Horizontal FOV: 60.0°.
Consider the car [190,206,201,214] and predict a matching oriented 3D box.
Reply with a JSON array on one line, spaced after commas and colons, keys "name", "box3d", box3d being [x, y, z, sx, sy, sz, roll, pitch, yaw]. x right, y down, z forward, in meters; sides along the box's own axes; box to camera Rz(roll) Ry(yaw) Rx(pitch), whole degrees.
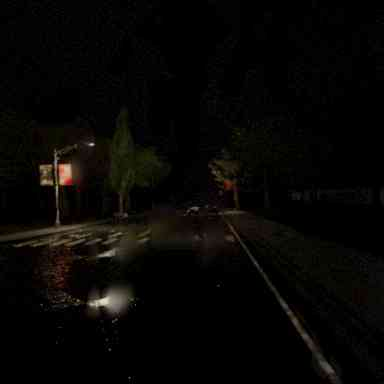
[{"name": "car", "box3d": [0.798, 3.618, 67.928, 2.033, 1.411, 5.357, -2, -2, 3]}]

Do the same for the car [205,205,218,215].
[{"name": "car", "box3d": [3.345, 3.086, 56.456, 1.837, 1.490, 4.892, -2, -2, 3]}]

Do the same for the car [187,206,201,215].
[{"name": "car", "box3d": [0.180, 3.337, 57.846, 1.895, 1.301, 4.718, -2, -2, 3]}]

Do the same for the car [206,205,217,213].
[{"name": "car", "box3d": [3.985, 3.416, 66.862, 2.128, 1.511, 4.902, -2, -2, 3]}]
